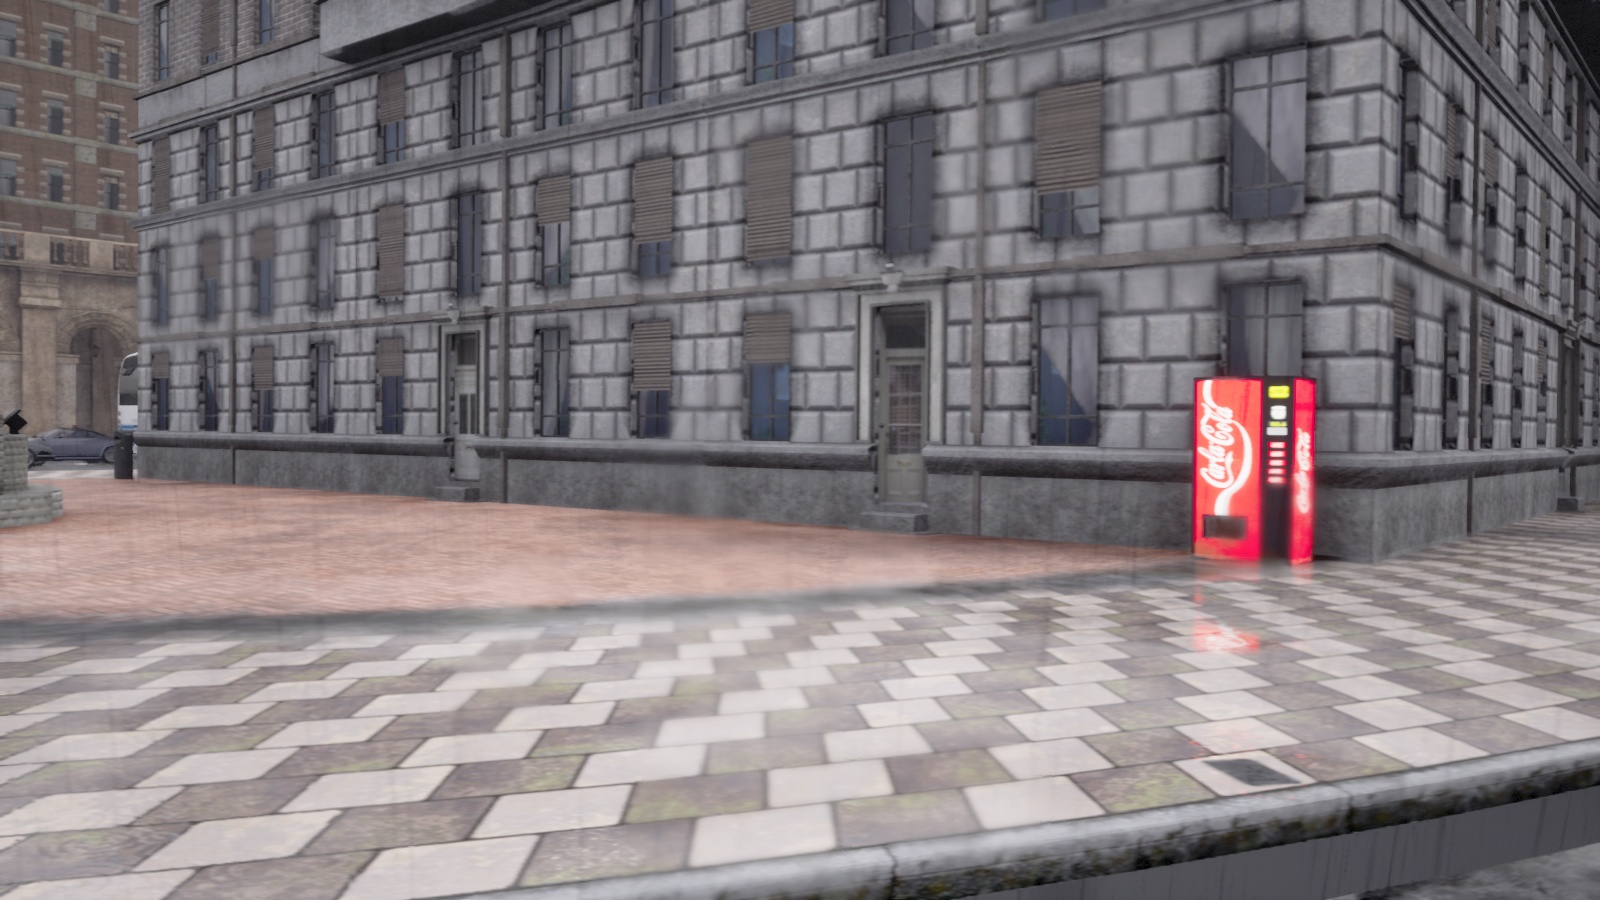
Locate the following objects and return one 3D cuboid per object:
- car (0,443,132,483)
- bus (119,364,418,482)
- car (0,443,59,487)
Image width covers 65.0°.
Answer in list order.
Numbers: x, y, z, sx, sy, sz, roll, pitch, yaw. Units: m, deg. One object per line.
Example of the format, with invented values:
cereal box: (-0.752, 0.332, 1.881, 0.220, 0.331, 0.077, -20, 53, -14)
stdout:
car: (-27.749, 0.454, 47.197, 1.994, 1.385, 4.181, 0, 1, 39)
bus: (-20.881, -1.108, 50.132, 3.944, 4.253, 10.273, 0, 2, 39)
car: (-27.825, 0.526, 41.479, 2.033, 1.411, 5.357, 0, 1, 38)
